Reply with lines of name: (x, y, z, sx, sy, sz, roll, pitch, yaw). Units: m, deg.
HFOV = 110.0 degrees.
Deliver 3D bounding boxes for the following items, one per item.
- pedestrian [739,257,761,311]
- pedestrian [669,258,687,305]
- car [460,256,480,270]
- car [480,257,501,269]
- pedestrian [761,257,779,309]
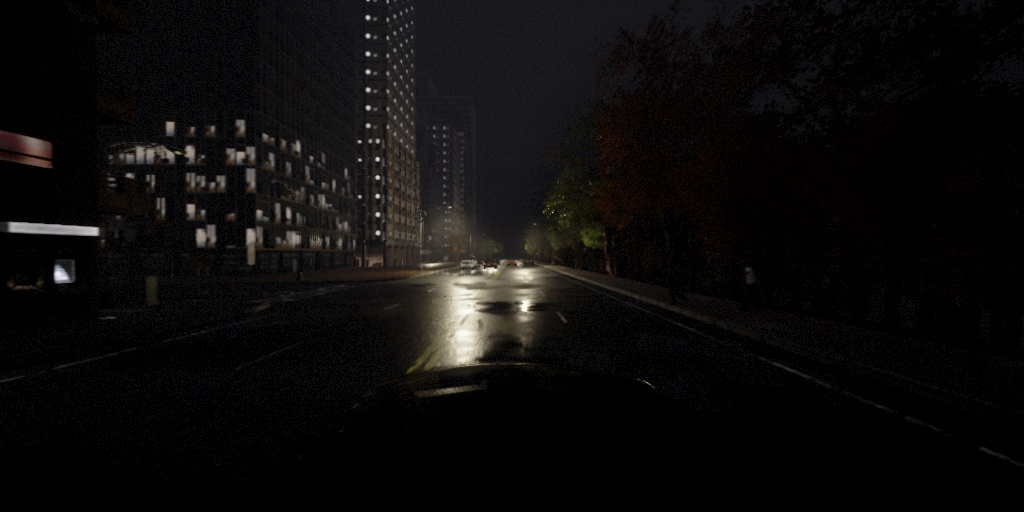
pedestrian: (7.965, 0.892, 12.028, 0.375, 1.860, 0.375, 0, 0, 0)
pedestrian: (6.088, 0.892, 13.229, 0.375, 1.860, 0.375, 0, 0, 0)
car: (-6.538, 0.987, 54.690, 2.150, 2.045, 5.566, 0, 0, 1)
car: (-3.292, 1.118, 54.839, 2.097, 1.767, 4.553, 0, 0, 1)
pedestrian: (9.078, 0.901, 12.628, 0.375, 1.860, 0.375, 0, 0, 0)
